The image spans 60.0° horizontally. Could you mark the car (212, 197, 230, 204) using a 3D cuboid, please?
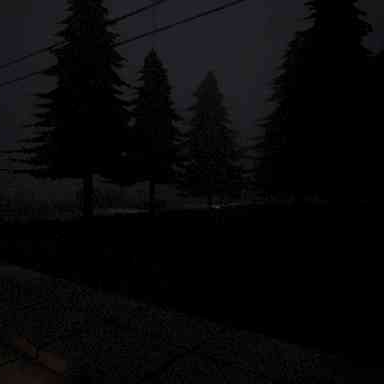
[{"bbox_3d":[4.670,1.552,55.880,1.994,1.385,4.181,0,0,34],"label":"car"}]

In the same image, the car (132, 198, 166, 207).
[{"bbox_3d":[-5.307,1.460,41.521,1.882,1.535,5.008,0,0,35],"label":"car"}]
